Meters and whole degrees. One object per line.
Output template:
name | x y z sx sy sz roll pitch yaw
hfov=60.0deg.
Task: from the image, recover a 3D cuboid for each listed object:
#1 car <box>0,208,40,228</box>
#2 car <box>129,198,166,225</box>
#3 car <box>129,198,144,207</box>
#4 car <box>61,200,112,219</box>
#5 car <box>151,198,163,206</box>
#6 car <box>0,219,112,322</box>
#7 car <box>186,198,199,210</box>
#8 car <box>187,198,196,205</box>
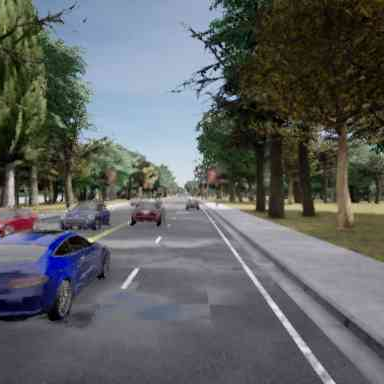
car | -9.848 1.592 17.858 1.812 1.442 4.674 0 0 0
car | -3.151 1.449 24.798 2.097 1.767 4.553 0 0 0
car | -9.863 1.834 59.399 1.812 1.442 4.674 0 0 0
car | -6.598 1.432 21.079 2.097 1.767 4.553 0 0 0
car | -6.632 1.901 63.415 1.994 1.385 4.181 0 0 0
car | -3.152 1.550 7.216 1.812 1.442 4.674 0 0 0
car | 0.075 1.768 47.126 2.033 1.411 5.357 0 0 -1
car | -0.142 1.978 68.451 1.895 1.301 4.718 0 0 0
